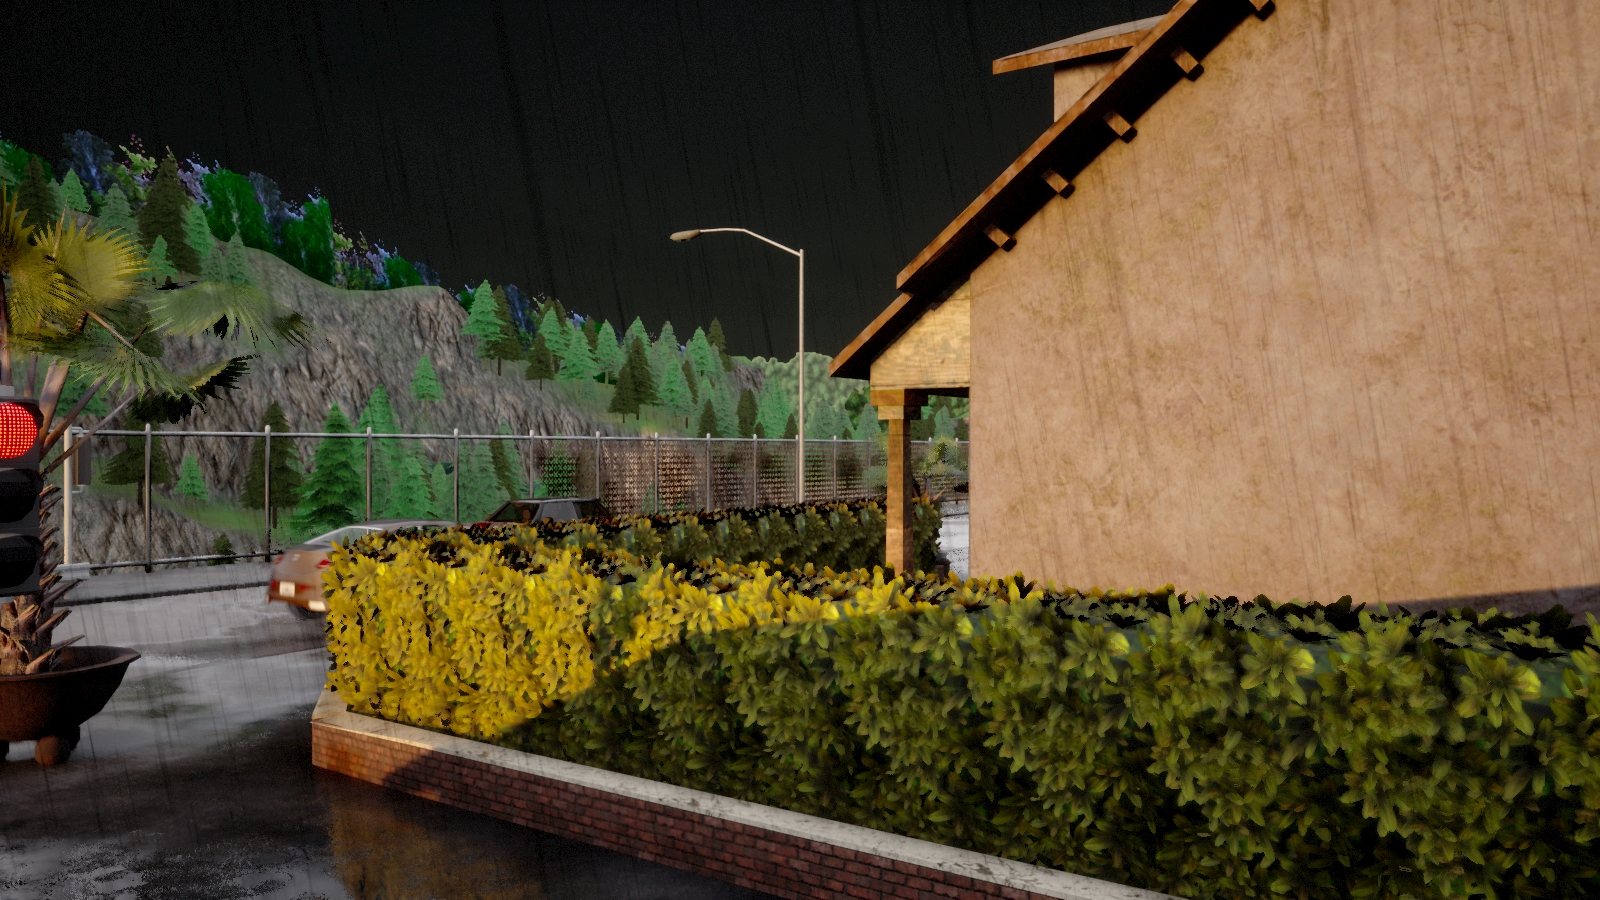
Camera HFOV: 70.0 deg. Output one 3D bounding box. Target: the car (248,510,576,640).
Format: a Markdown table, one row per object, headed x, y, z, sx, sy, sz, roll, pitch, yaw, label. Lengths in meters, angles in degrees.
| x | y | z | sx | sy | sz | roll | pitch | yaw | label |
| --- | --- | --- | --- | --- | --- | --- | --- | --- | --- |
| -6.447 | 1.992 | 19.603 | 2.152 | 1.651 | 5.027 | 0 | 0 | 35 | car |

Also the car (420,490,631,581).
| x | y | z | sx | sy | sz | roll | pitch | yaw | label |
| --- | --- | --- | --- | --- | --- | --- | --- | --- | --- |
| -6.312 | 1.906 | 26.765 | 2.097 | 1.767 | 4.553 | 0 | 0 | 35 | car |
